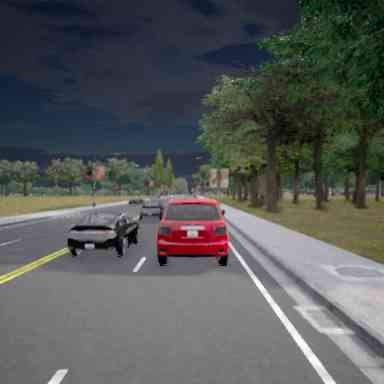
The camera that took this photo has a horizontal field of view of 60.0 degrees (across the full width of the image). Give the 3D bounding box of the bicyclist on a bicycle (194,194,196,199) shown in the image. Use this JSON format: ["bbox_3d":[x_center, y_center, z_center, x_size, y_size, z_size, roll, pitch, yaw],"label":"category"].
[{"bbox_3d":[0.928,1.535,93.568,0.659,1.776,1.843,0,0,0],"label":"bicyclist on a bicycle"}]

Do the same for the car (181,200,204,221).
[{"bbox_3d":[0.064,1.499,29.094,1.882,1.535,5.008,0,0,0],"label":"car"}]

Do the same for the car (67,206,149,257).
[{"bbox_3d":[-3.201,1.496,12.906,2.128,1.511,4.902,0,0,1],"label":"car"}]

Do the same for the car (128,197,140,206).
[{"bbox_3d":[-9.774,1.624,58.123,2.033,1.411,5.357,0,0,1],"label":"car"}]

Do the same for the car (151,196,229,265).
[{"bbox_3d":[0.041,1.227,11.818,2.150,2.045,5.566,0,0,1],"label":"car"}]

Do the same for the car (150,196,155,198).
[{"bbox_3d":[-6.532,1.429,58.216,2.097,1.767,4.553,0,0,0],"label":"car"}]

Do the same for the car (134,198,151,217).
[{"bbox_3d":[-3.194,1.512,27.911,2.128,1.511,4.902,0,0,0],"label":"car"}]
